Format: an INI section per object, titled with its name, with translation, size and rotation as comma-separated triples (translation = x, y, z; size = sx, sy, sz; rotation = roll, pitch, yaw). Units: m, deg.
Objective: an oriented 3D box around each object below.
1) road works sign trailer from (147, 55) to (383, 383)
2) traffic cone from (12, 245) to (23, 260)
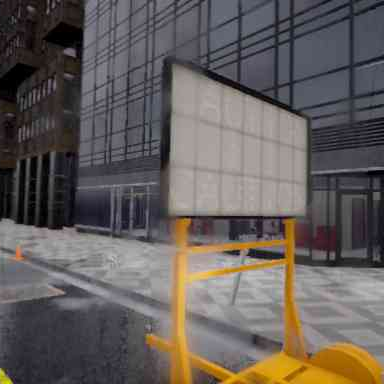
[road works sign trailer]
translation = 0.441, 0.679, 3.601
size = 2.380, 3.560, 2.880
rotation = 4, -4, -44
[traffic cone]
translation = -7.359, 2.540, 14.086
size = 0.340, 0.580, 0.340
rotation = 4, -4, -44
